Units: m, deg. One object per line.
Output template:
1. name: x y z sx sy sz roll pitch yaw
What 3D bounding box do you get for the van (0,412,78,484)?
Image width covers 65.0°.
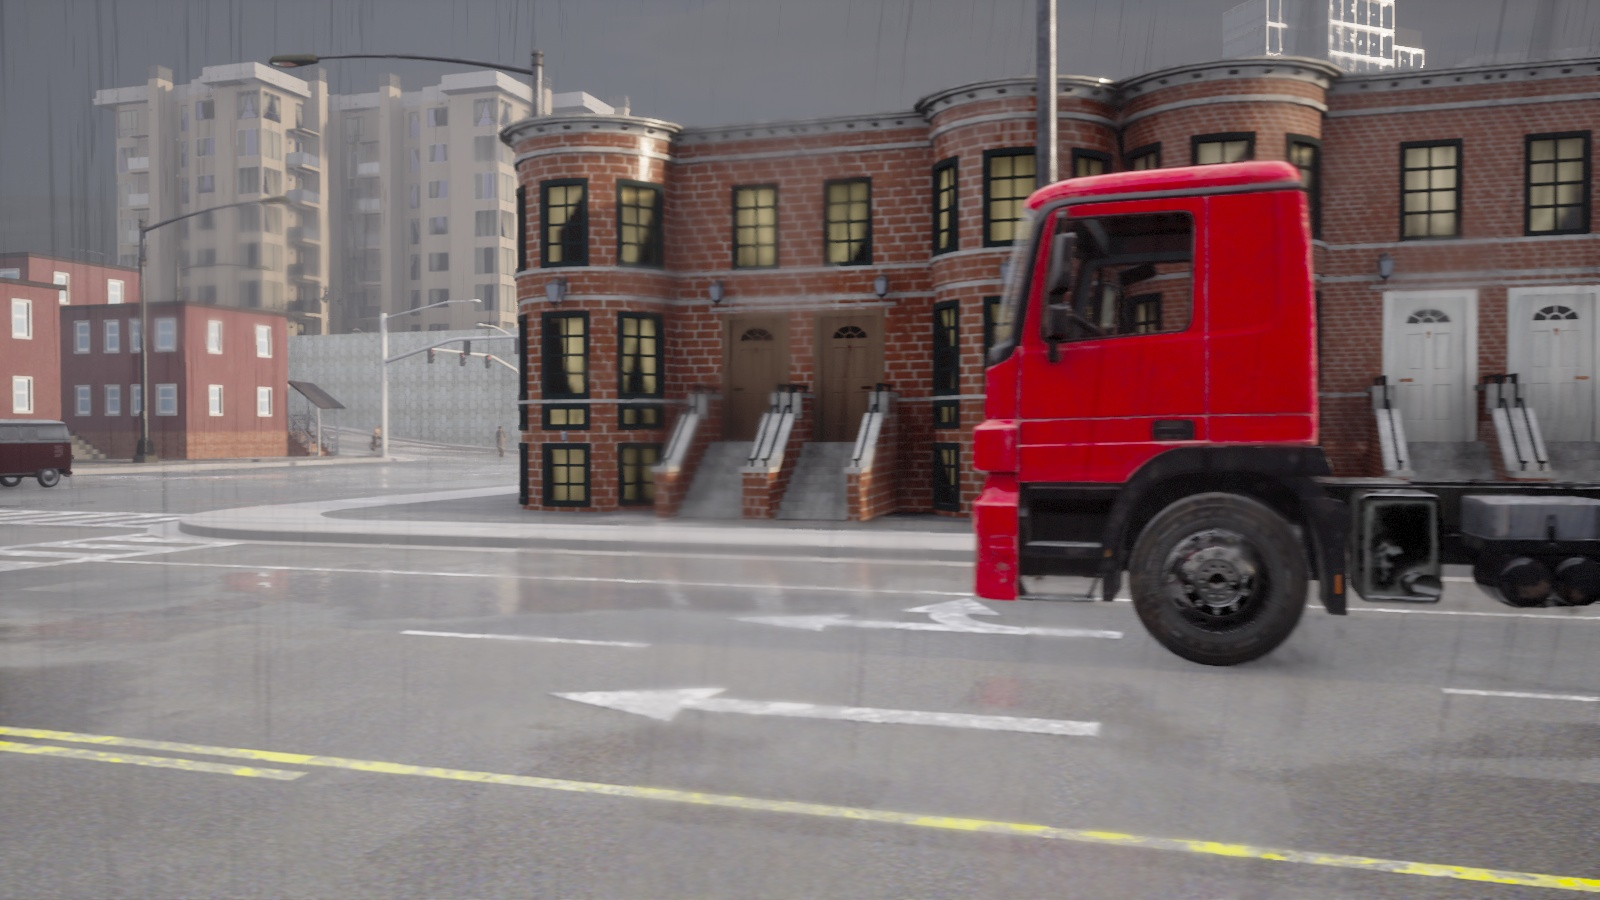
1. van: -22.747 -0.068 35.052 1.775 1.987 4.442 1 1 19

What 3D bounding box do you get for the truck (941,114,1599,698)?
1. truck: 5.211 -0.277 8.811 7.936 3.462 2.891 1 1 19

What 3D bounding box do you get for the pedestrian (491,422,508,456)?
1. pedestrian: -17.855 -0.656 74.590 0.659 1.952 0.873 0 1 13
